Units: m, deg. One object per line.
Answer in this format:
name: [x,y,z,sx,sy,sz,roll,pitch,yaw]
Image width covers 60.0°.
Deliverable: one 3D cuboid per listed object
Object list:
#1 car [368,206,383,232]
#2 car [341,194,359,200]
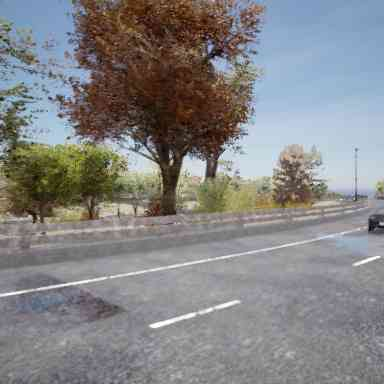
car: [11.630,1.512,19.268,1.812,1.442,4.674,0,0,42]
car: [40.093,1.318,85.751,2.128,1.511,4.902,0,0,1]
